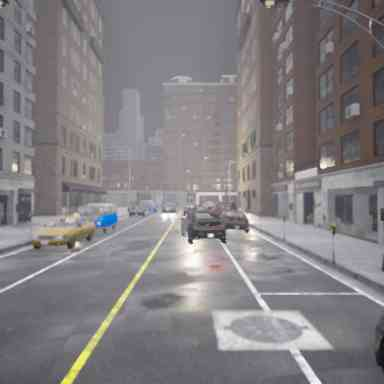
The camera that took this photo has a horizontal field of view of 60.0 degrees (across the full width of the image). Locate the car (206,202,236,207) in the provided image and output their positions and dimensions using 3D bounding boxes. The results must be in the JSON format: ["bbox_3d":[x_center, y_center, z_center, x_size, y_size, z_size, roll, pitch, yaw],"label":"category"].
[{"bbox_3d":[2.591,1.686,26.887,2.192,1.841,5.009,1,-1,0],"label":"car"}]

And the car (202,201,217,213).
[{"bbox_3d":[2.516,2.148,48.814,1.967,1.590,4.097,1,-1,0],"label":"car"}]

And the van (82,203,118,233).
[{"bbox_3d":[-5.915,1.633,21.380,1.690,1.788,3.998,1,-1,0],"label":"van"}]

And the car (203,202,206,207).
[{"bbox_3d":[2.534,2.063,43.332,1.967,1.590,4.097,1,-1,0],"label":"car"}]

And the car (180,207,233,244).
[{"bbox_3d":[0.527,1.738,17.377,1.837,1.490,4.892,0,-1,-8],"label":"car"}]

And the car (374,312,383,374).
[{"bbox_3d":[3.142,1.532,2.124,1.837,1.490,4.892,0,-1,0],"label":"car"}]

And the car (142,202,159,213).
[{"bbox_3d":[-6.010,2.253,48.785,1.887,1.381,4.507,1,-1,0],"label":"car"}]

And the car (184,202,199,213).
[{"bbox_3d":[-0.080,2.253,48.602,2.033,1.411,5.357,0,-1,0],"label":"car"}]

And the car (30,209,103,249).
[{"bbox_3d":[-5.897,1.737,15.725,1.752,1.417,4.829,1,-1,0],"label":"car"}]

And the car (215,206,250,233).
[{"bbox_3d":[2.607,1.842,21.403,2.008,1.369,4.403,1,-1,0],"label":"car"}]

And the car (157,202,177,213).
[{"bbox_3d":[-3.212,2.171,46.825,2.128,1.511,4.902,0,-1,0],"label":"car"}]

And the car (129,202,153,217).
[{"bbox_3d":[-5.974,2.105,37.821,1.947,1.339,4.313,1,-1,0],"label":"car"}]

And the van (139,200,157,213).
[{"bbox_3d":[-5.990,1.965,43.306,1.690,1.788,3.998,1,-1,0],"label":"van"}]

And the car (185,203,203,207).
[{"bbox_3d":[-0.025,2.064,37.803,1.812,1.442,4.674,0,-1,0],"label":"car"}]
